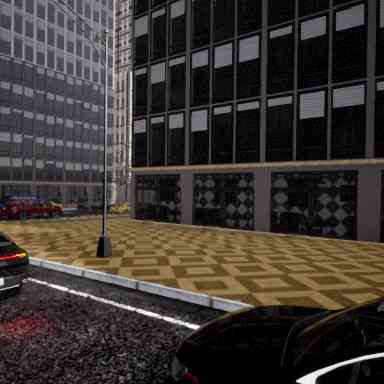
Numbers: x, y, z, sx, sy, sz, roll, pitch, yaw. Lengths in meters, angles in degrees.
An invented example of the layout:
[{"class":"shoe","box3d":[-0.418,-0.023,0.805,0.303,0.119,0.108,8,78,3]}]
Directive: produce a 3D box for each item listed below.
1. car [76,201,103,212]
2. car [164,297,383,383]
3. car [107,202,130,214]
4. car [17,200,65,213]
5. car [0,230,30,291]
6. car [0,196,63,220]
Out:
[{"class":"car","box3d":[-12.152,1.810,42.049,1.895,1.301,4.718,1,0,37]},{"class":"car","box3d":[1.994,1.505,2.252,4.892,1.490,1.837,0,0,36]},{"class":"car","box3d":[-7.322,1.830,38.847,1.752,1.417,4.829,1,0,37]},{"class":"car","box3d":[-17.617,1.643,39.048,1.752,1.417,4.829,1,0,37]},{"class":"car","box3d":[-5.722,1.500,7.796,4.892,1.490,1.837,0,0,36]},{"class":"car","box3d":[-14.153,1.519,29.660,2.192,1.841,5.009,1,0,37]}]
